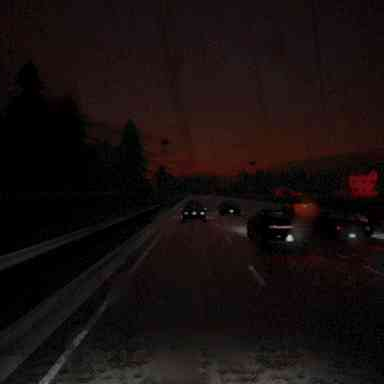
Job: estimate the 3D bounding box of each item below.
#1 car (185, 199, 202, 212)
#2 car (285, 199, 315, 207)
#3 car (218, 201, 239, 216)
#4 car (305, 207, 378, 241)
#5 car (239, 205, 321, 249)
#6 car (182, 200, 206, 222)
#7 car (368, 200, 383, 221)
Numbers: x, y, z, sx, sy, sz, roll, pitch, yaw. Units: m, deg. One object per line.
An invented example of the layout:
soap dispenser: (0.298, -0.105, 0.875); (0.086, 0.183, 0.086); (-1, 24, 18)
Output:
car: (0.213, 1.675, 42.326); (1.994, 1.385, 4.181); (0, 0, 0)
car: (10.689, 1.446, 33.416); (2.097, 1.767, 4.553); (0, 0, 0)
car: (3.687, 1.615, 33.142); (1.812, 1.442, 4.674); (0, 0, 0)
car: (7.143, 1.650, 17.000); (1.895, 1.301, 4.718); (0, 0, 0)
car: (3.639, 1.533, 14.764); (2.128, 1.511, 4.902); (0, 0, 0)
car: (0.171, 1.618, 26.889); (2.033, 1.411, 5.357); (0, 0, 0)
car: (14.159, 1.290, 22.499); (2.150, 2.045, 5.566); (0, 0, 0)
